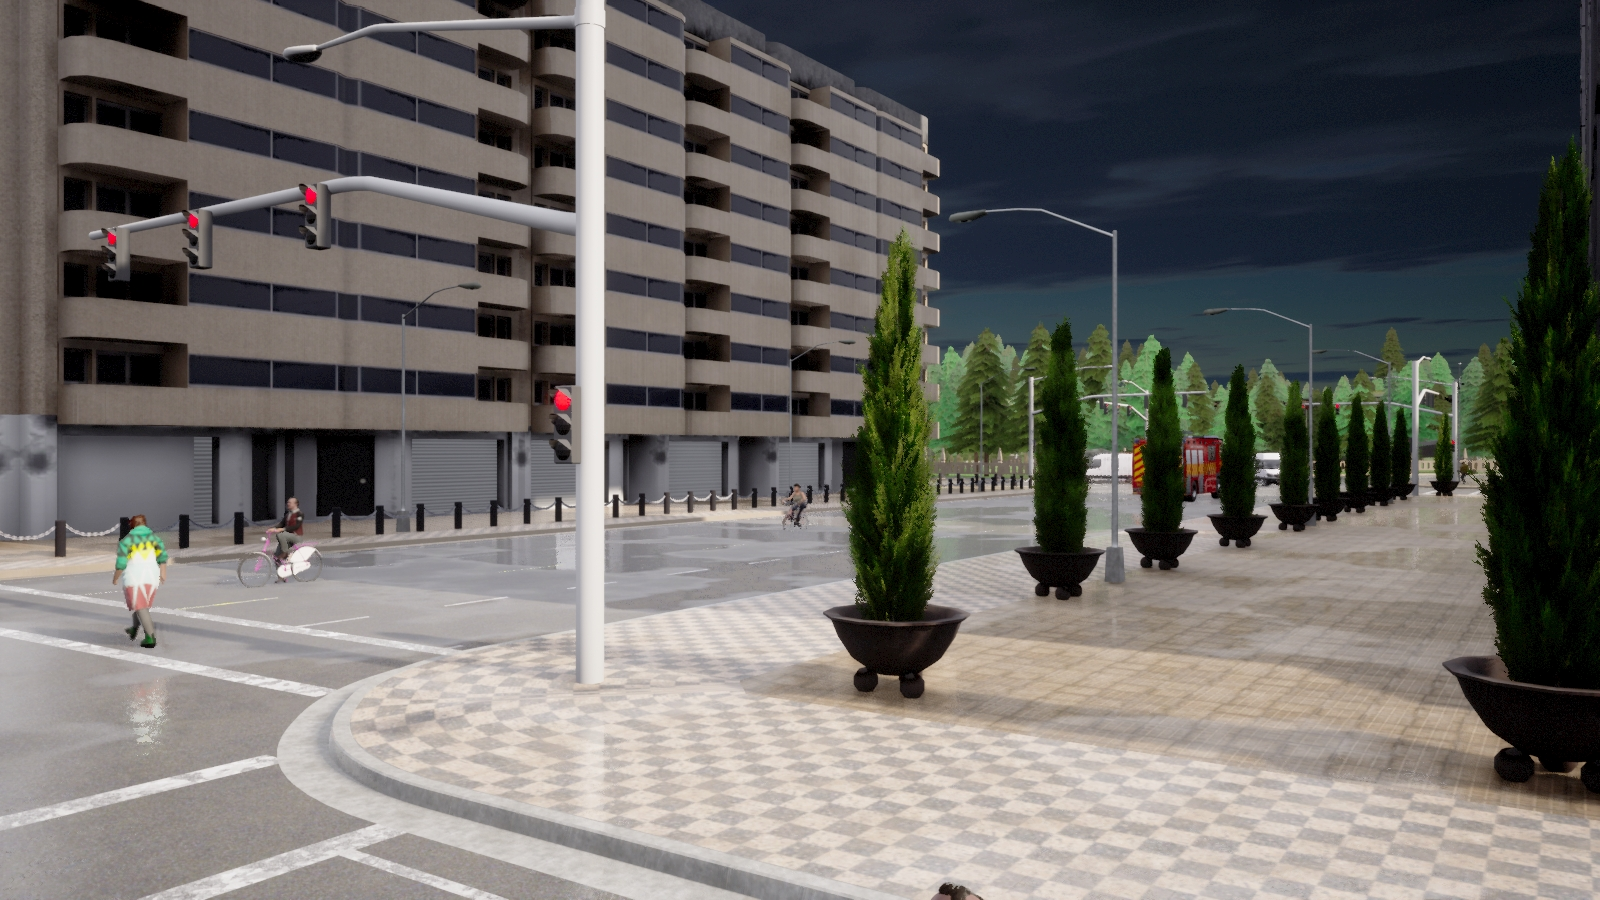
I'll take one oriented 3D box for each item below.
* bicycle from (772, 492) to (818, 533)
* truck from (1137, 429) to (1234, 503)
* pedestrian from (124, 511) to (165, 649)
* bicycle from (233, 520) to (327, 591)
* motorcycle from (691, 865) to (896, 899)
[{"bbox_3d":[-0.146,2.102,38.491,0.859,1.276,1.487,0,0,34],"label":"bicycle"},{"bbox_3d":[21.438,0.835,63.219,2.891,3.827,8.468,0,0,34],"label":"truck"},{"bbox_3d":[-9.179,1.804,15.996,0.375,1.860,0.375,0,0,35],"label":"pedestrian"},{"bbox_3d":[-10.482,2.105,23.098,0.329,1.271,1.835,0,0,33],"label":"bicycle"},{"bbox_3d":[0.516,2.205,3.364,2.209,1.251,0.867,0,0,34],"label":"motorcycle"}]
